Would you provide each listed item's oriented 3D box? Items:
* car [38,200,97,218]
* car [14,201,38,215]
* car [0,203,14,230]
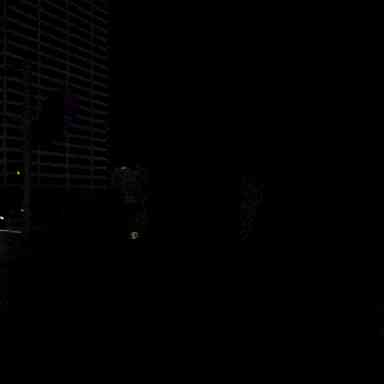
[{"bbox_3d":[-11.142,1.478,30.767,1.882,1.535,5.008,0,0,35],"label":"car"},{"bbox_3d":[-15.514,1.547,30.647,2.033,1.411,5.357,0,0,35],"label":"car"},{"bbox_3d":[-12.076,1.350,16.968,2.097,1.767,4.553,0,0,35],"label":"car"}]
